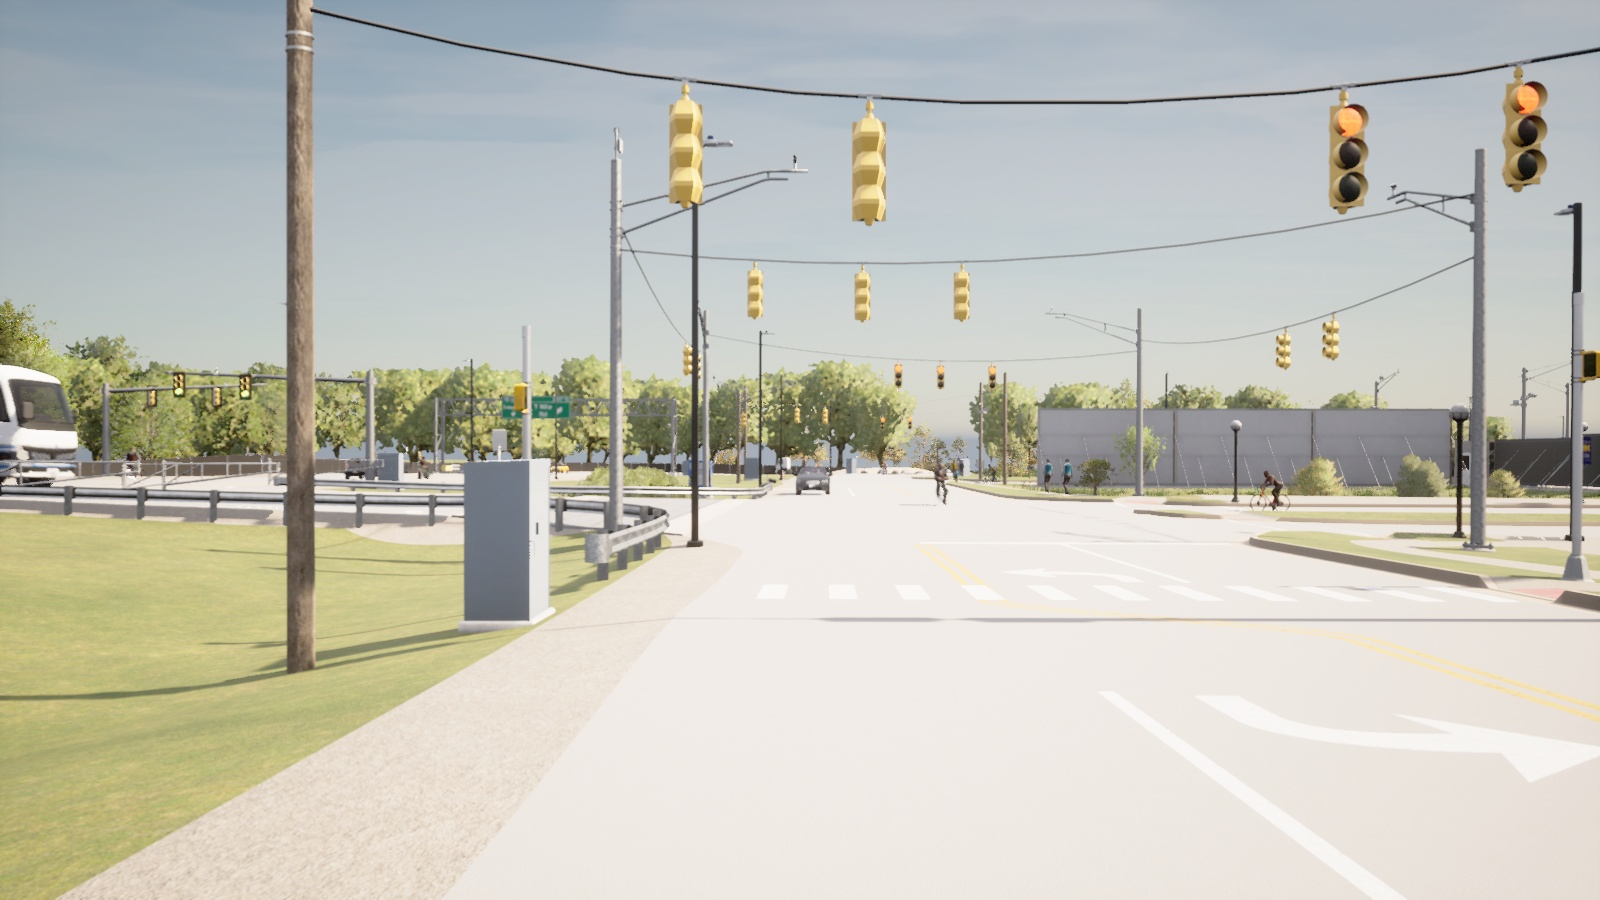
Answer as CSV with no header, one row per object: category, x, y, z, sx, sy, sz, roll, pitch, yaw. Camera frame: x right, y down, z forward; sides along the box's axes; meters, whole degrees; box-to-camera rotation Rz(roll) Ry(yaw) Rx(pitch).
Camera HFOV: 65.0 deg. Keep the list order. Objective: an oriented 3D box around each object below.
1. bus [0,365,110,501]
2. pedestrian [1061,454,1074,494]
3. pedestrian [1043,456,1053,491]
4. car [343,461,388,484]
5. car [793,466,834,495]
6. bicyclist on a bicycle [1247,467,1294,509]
bus,-29.124,-0.551,41.659,10.273,4.253,3.944,1,-1,1
pedestrian,13.183,1.191,61.789,0.396,1.930,0.692,0,1,-9
pedestrian,13.662,1.287,69.235,0.396,1.930,0.692,0,1,1
car,-30.025,1.555,86.897,1.845,1.501,3.633,0,-1,1
car,0.745,1.622,68.212,2.128,1.511,4.902,0,0,1
bicyclist on a bicycle,18.433,1.486,49.222,1.656,1.620,0.582,0,0,-5
